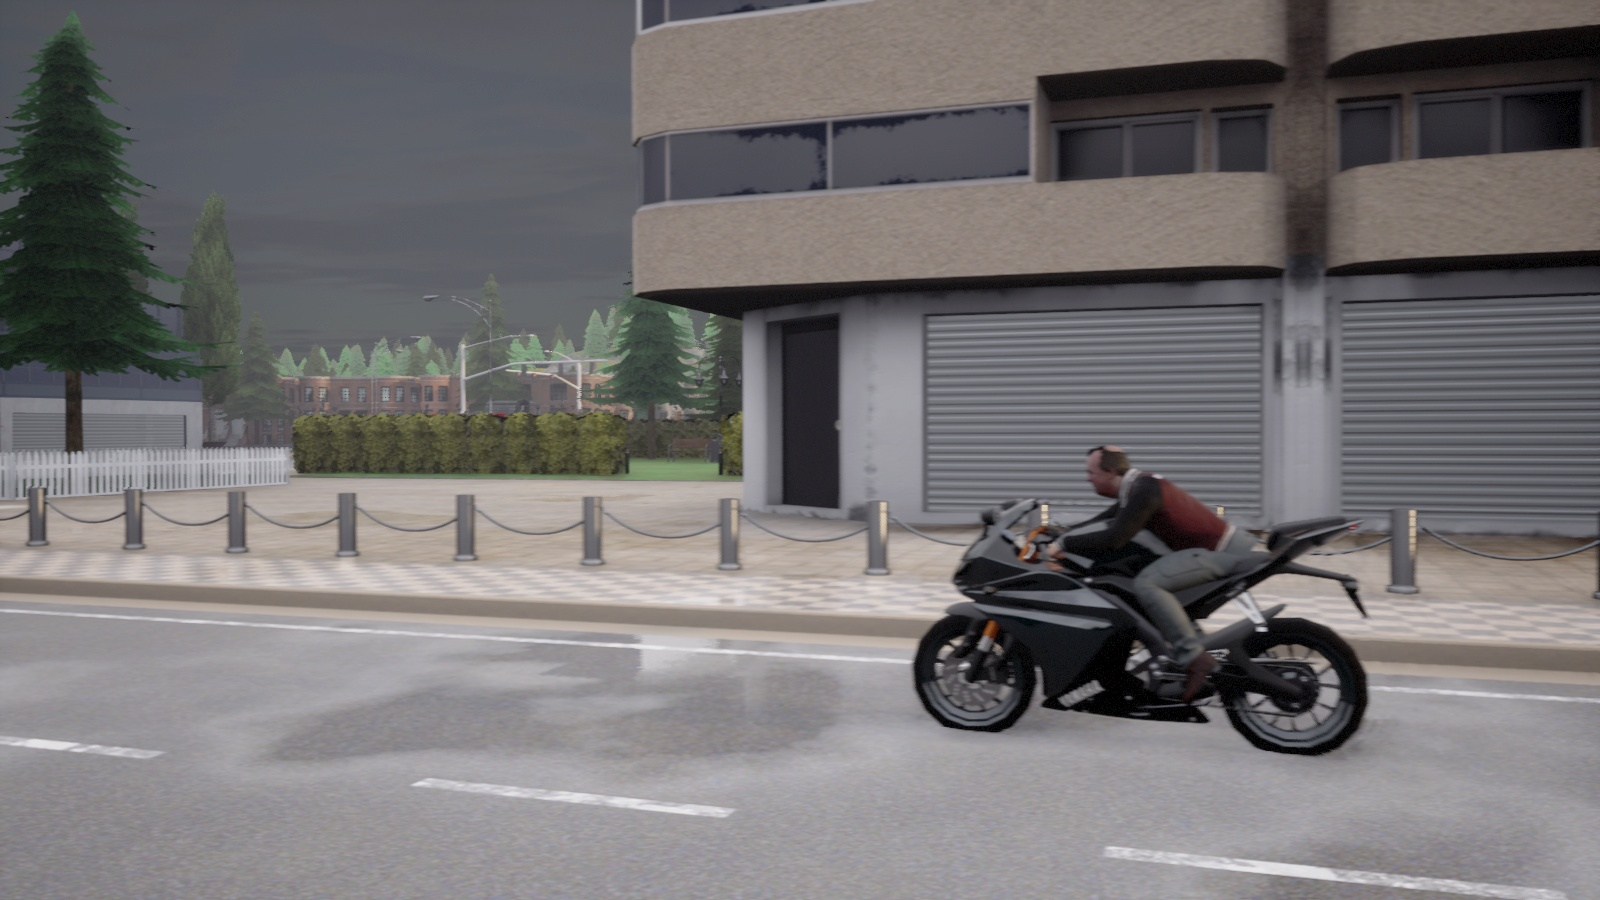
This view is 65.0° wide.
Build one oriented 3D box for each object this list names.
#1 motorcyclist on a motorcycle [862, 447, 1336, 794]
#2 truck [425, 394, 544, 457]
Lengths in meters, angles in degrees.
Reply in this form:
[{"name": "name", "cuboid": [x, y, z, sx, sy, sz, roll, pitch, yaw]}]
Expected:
[{"name": "motorcyclist on a motorcycle", "cuboid": [1.494, 0.765, 6.383, 2.191, 1.530, 0.866, 1, 1, 19]}, {"name": "truck", "cuboid": [-18.200, -1.394, 73.045, 2.891, 3.462, 7.936, 1, 1, 19]}]
